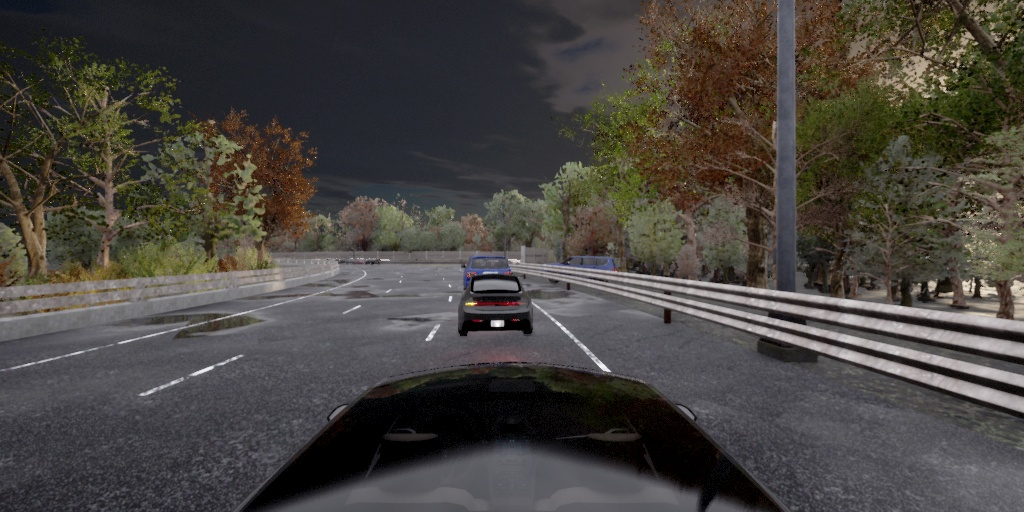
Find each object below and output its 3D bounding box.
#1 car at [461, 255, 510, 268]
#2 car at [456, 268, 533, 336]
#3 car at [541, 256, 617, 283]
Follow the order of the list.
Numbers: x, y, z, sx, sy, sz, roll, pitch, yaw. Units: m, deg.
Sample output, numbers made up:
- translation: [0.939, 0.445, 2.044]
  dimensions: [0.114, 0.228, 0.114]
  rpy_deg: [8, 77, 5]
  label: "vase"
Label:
- translation: [-1.308, 0.972, 17.859]
  dimensions: [2.150, 2.045, 5.566]
  rpy_deg: [0, 0, -9]
  label: "car"
- translation: [-0.539, 1.255, 10.389]
  dimensions: [1.837, 1.490, 4.892]
  rpy_deg: [0, 0, -5]
  label: "car"
- translation: [4.867, 0.983, 26.159]
  dimensions: [5.566, 2.045, 2.150]
  rpy_deg: [3, 1, 6]
  label: "car"
